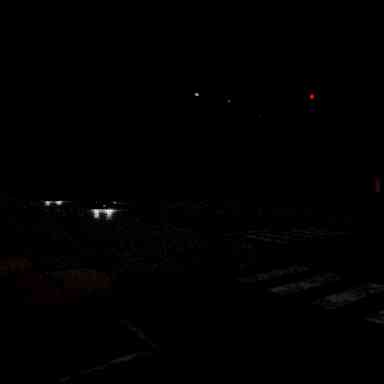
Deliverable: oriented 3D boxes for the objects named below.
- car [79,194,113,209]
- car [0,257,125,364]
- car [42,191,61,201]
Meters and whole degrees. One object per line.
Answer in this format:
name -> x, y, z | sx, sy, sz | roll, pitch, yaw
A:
car -> -9.754, 0.881, 33.325 | 2.033, 1.411, 5.357 | 0, 1, -36
car -> -3.332, 1.529, 4.280 | 4.829, 1.417, 1.752 | -1, 0, -35
car -> -20.745, 0.558, 48.867 | 1.812, 1.442, 4.674 | 0, 1, -36
